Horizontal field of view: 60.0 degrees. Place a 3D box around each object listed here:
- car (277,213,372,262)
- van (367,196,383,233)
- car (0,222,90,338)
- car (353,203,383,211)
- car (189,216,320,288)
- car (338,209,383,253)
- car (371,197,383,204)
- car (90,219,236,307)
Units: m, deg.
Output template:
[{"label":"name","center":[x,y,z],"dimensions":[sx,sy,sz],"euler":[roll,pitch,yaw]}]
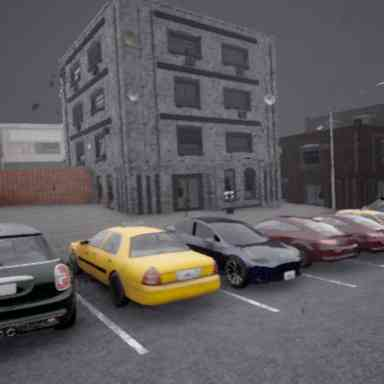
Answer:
[{"label":"car","center":[3.108,1.514,11.218],"dimensions":[2.002,1.452,4.674],"euler":[0,0,-35]},{"label":"van","center":[12.026,1.240,17.727],"dimensions":[1.878,1.987,4.442],"euler":[0,0,-36]},{"label":"car","center":[-3.795,1.354,6.258],"dimensions":[2.185,1.767,4.553],"euler":[0,0,-36]},{"label":"car","center":[7.759,1.467,14.312],"dimensions":[1.946,1.575,5.366],"euler":[0,0,-36]},{"label":"car","center":[0.852,1.505,9.577],"dimensions":[2.163,1.488,4.792],"euler":[0,0,-36]},{"label":"car","center":[5.279,1.512,12.767],"dimensions":[2.002,1.452,4.674],"euler":[0,0,-36]},{"label":"car","center":[9.805,1.217,16.034],"dimensions":[2.435,2.045,5.566],"euler":[0,0,-36]},{"label":"car","center":[-1.545,1.475,8.130],"dimensions":[1.946,1.575,5.366],"euler":[0,0,-36]}]
